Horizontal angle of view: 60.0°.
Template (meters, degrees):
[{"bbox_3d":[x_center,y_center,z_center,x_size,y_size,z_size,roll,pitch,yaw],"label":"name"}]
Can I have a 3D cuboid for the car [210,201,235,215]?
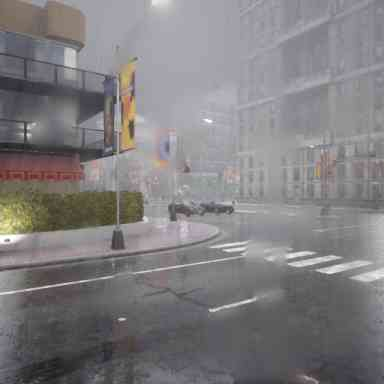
[{"bbox_3d":[2.227,1.601,34.117,1.895,1.301,4.718,0,0,-35],"label":"car"}]

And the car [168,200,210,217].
[{"bbox_3d":[-0.624,1.526,32.087,1.812,1.442,4.674,0,0,-35],"label":"car"}]
